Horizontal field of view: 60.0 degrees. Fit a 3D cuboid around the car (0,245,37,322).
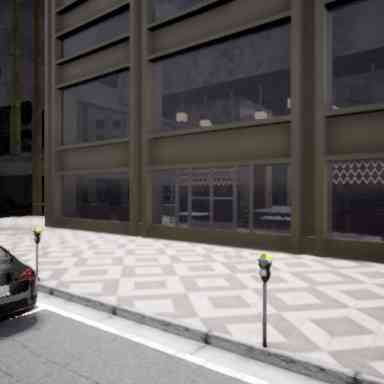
[{"bbox_3d":[-4.645,1.567,6.277,4.313,1.339,1.947,0,0,36],"label":"car"}]
